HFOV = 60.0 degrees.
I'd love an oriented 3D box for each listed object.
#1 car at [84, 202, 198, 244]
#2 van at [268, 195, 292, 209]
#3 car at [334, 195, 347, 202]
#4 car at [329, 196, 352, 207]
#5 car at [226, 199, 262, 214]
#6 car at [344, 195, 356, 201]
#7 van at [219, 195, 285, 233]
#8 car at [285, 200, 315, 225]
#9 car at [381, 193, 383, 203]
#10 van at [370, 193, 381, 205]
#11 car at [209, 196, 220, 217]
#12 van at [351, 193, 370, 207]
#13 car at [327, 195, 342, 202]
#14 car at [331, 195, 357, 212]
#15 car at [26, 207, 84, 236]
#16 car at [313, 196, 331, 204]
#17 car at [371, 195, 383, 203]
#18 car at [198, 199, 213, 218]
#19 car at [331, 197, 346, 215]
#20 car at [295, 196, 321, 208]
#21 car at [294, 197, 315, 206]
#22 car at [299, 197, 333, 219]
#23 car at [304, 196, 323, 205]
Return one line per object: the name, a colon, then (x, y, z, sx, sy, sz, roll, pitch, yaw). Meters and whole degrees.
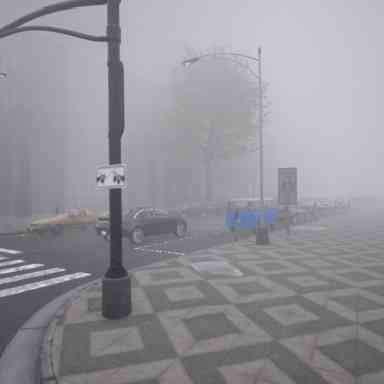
car: (-2.139, 1.429, 15.371, 2.128, 1.511, 4.902, -1, -1, 36)
van: (11.884, 1.292, 44.720, 1.690, 1.788, 3.998, -1, 0, 36)
car: (33.191, 1.415, 74.323, 1.887, 1.381, 4.507, -1, -1, 36)
car: (21.830, 1.375, 48.675, 2.033, 1.411, 5.357, -1, -1, 36)
car: (5.708, 1.528, 36.133, 2.008, 1.369, 4.403, -1, 0, 36)
car: (39.551, 1.400, 83.161, 2.008, 1.369, 4.403, -1, -1, 36)
van: (3.418, 1.212, 18.363, 1.690, 1.788, 3.998, -1, 0, 36)
car: (6.583, 1.422, 22.756, 1.947, 1.339, 4.313, -1, 0, 36)
car: (31.977, 1.274, 58.044, 1.752, 1.417, 4.829, -1, -1, 36)
van: (28.713, 1.102, 53.514, 1.690, 1.788, 3.998, -1, -1, 36)
car: (2.616, 1.307, 31.842, 2.192, 1.841, 5.009, -1, 0, 36)
van: (22.389, 1.127, 44.726, 1.690, 1.788, 3.998, -1, 0, 36)
car: (30.011, 1.432, 69.904, 2.008, 1.369, 4.403, -1, -1, 36)
car: (16.068, 1.363, 35.937, 2.008, 1.369, 4.403, -1, 0, 36)
car: (-6.755, 1.564, 18.825, 1.752, 1.417, 4.829, -1, 0, 36)
car: (24.244, 1.452, 61.891, 2.008, 1.369, 4.403, -1, -1, 36)
car: (35.040, 1.303, 62.300, 1.947, 1.339, 4.313, -1, -1, 36)
car: (-0.471, 1.551, 27.547, 1.887, 1.381, 4.507, -1, 0, 36)
car: (12.907, 1.408, 31.544, 1.802, 1.307, 4.206, -1, 0, 36)
car: (15.988, 1.386, 45.694, 2.128, 1.511, 4.902, -1, -1, 36)
car: (18.065, 1.491, 53.304, 1.947, 1.339, 4.313, -1, 0, 36)
car: (9.744, 1.385, 27.149, 1.887, 1.381, 4.507, -1, 0, 36)
car: (21.055, 1.439, 57.460, 1.752, 1.417, 4.829, -1, 0, 36)
